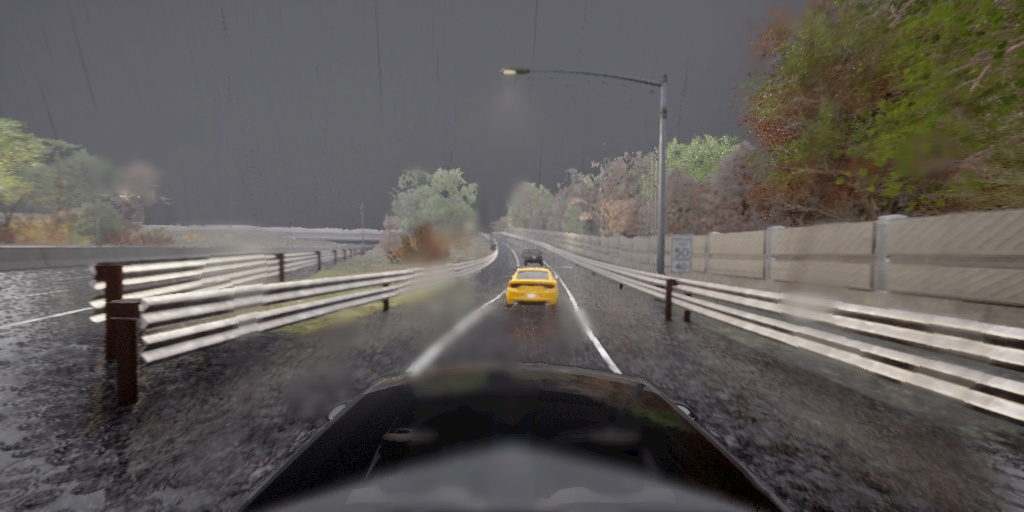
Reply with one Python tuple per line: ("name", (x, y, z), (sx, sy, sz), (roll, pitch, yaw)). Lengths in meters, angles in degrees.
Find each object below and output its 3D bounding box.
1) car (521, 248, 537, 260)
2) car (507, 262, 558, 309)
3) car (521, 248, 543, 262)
("car", (2.476, -0.341, 53.882), (1.994, 1.385, 4.181), (1, 5, -2))
("car", (0.908, 1.226, 15.050), (1.882, 1.535, 5.008), (1, 0, 5))
("car", (2.507, 0.083, 42.790), (2.150, 2.045, 5.566), (1, 3, 0))
